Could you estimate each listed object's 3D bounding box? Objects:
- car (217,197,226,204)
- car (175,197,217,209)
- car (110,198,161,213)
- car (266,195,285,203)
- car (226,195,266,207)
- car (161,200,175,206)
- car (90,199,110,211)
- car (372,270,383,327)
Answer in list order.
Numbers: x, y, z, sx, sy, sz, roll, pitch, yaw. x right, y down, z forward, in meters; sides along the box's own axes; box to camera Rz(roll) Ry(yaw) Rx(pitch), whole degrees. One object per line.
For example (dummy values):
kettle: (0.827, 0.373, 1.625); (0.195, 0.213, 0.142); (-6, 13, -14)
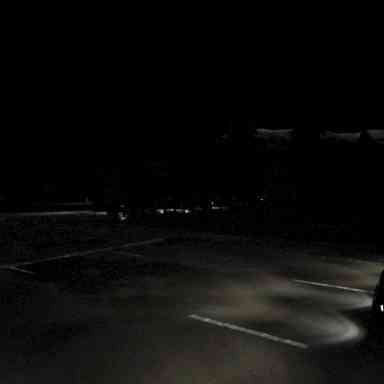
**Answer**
car: (4.615, 1.458, 50.789); (5.357, 1.411, 2.033); (0, 0, -37)
car: (0.567, 1.421, 43.002); (4.892, 1.490, 1.837); (0, 0, -41)
car: (-6.080, 1.414, 36.510); (1.837, 1.490, 4.892); (0, 0, 43)
car: (12.727, 1.278, 55.858); (4.553, 1.767, 2.097); (0, 0, -28)
car: (7.948, 1.419, 48.737); (4.902, 1.511, 2.128); (0, 0, -35)
car: (-2.785, 1.425, 44.691); (4.674, 1.442, 1.812); (0, 0, -42)
car: (-9.239, 1.494, 38.316); (1.895, 1.301, 4.718); (0, 0, 43)
car: (5.100, 1.352, 4.608); (4.553, 1.767, 2.097); (0, 0, 36)
